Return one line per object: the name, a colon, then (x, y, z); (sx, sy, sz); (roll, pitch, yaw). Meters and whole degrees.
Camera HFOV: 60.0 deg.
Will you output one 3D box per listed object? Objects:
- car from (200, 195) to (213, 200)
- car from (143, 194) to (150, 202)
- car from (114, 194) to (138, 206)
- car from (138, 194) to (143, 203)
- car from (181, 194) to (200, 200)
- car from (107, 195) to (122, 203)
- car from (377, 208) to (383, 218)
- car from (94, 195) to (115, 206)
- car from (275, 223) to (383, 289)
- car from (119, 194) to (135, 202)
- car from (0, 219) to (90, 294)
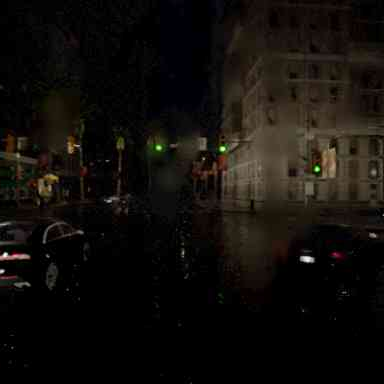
car: (3.674, 1.431, 88.200); (1.994, 1.385, 4.181); (1, 0, 38)
car: (-10.346, 1.254, 70.984); (1.882, 1.535, 5.008); (1, 0, 6)
car: (-10.043, 1.306, 50.808); (2.128, 1.511, 4.902); (1, 0, -3)
car: (-10.612, 1.317, 60.840); (1.812, 1.442, 4.674); (1, 0, -3)
car: (-0.810, 1.314, 87.750); (1.882, 1.535, 5.008); (1, 0, 34)
car: (-14.120, 1.284, 60.842); (1.812, 1.442, 4.674); (1, 0, -3)
car: (18.873, 1.728, 29.064); (4.718, 1.301, 1.895); (1, 0, -4)
car: (-13.553, 1.329, 50.879); (2.033, 1.411, 5.357); (1, 0, -3)
car: (4.078, 1.585, 9.450); (1.994, 1.385, 4.181); (0, 0, 41)
car: (-13.859, 1.268, 71.079); (2.128, 1.511, 4.902); (1, 0, 6)
car: (-4.017, 1.438, 8.565); (2.128, 1.511, 4.902); (1, 0, -3)
